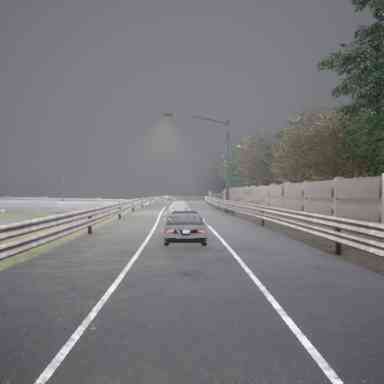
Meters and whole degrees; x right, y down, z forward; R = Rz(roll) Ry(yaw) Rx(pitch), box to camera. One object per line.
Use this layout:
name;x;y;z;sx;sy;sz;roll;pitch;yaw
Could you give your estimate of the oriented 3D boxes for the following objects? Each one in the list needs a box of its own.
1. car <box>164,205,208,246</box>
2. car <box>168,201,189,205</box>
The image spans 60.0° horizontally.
car;-0.334;1.565;15.227;2.033;1.411;5.357;0;0;-2
car;-1.229;1.537;30.294;1.812;1.442;4.674;0;0;-4
